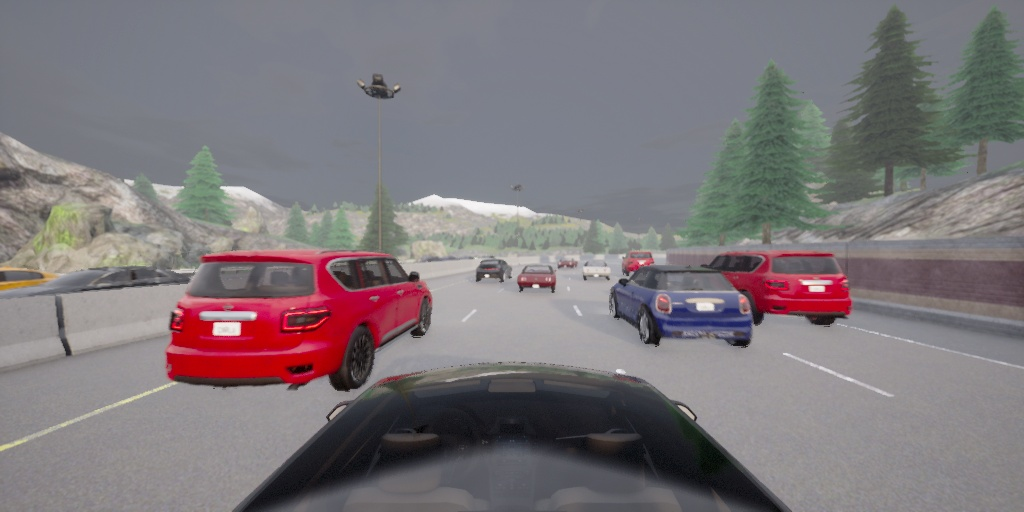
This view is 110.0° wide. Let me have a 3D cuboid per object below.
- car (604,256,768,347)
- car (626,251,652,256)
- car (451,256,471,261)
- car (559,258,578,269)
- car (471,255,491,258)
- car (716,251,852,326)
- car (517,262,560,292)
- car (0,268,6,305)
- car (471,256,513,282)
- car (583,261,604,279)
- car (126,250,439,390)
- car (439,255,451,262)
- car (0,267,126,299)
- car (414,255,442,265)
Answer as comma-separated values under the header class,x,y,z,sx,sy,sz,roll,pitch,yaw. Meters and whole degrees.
class,x,y,z,sx,sy,sz,roll,pitch,yaw
car,3.979,1.008,9.266,2.097,1.767,4.553,0,1,3
car,10.529,0.621,30.035,2.150,2.045,5.566,0,1,13
car,-7.198,0.653,56.187,1.994,1.385,4.181,0,1,21
car,6.627,0.852,42.176,1.895,1.301,4.718,0,1,17
car,-3.899,0.656,55.016,1.837,1.490,4.892,0,1,21
car,7.589,0.851,11.344,2.150,2.045,5.566,0,1,5
car,1.474,1.132,19.448,1.895,1.301,4.718,0,1,8
car,-20.587,1.194,11.750,1.994,1.385,4.181,0,1,4
car,-1.161,0.969,24.973,1.837,1.490,4.892,0,1,10
car,6.337,1.036,27.187,1.895,1.301,4.718,0,1,11
car,-3.202,0.908,6.852,2.150,2.045,5.566,0,1,2
car,-10.435,0.614,57.521,2.033,1.411,5.357,0,1,21
car,-13.571,1.131,11.997,1.837,1.490,4.892,0,1,5
car,-13.710,0.551,58.755,2.128,1.511,4.902,0,1,21
